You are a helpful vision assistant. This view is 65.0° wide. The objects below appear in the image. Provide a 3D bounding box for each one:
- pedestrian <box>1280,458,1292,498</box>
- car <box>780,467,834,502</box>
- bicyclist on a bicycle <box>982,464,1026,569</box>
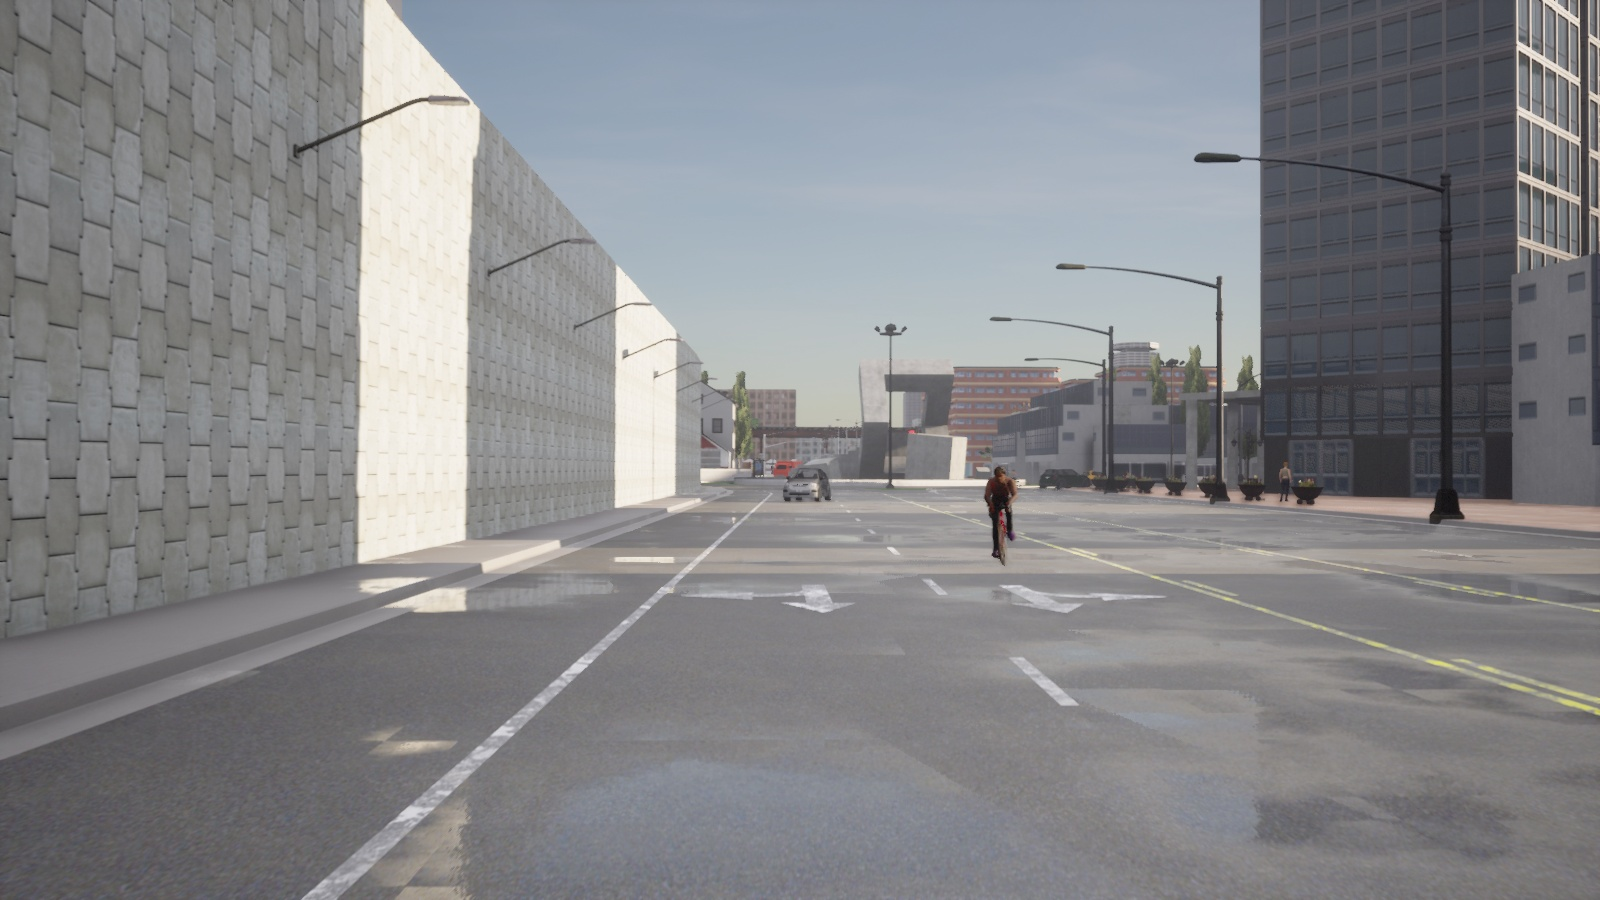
[{"bbox_3d":[22.236,1.265,57.455,0.345,1.836,0.594,-1,-1,40],"label":"pedestrian"},{"bbox_3d":[0.366,1.609,59.907,1.851,1.617,3.988,0,-1,11],"label":"car"},{"bbox_3d":[3.368,1.062,20.677,0.582,1.620,1.656,-3,-1,11],"label":"bicyclist on a bicycle"}]
